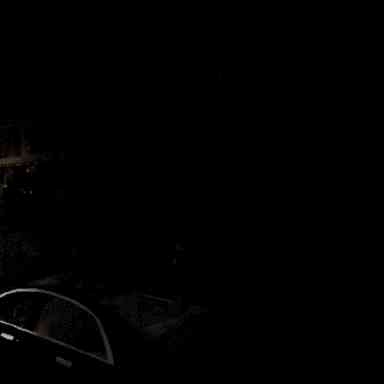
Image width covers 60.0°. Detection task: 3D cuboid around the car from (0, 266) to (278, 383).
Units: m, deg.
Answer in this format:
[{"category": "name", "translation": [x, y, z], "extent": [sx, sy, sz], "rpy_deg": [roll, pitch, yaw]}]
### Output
[{"category": "car", "translation": [-1.266, 1.552, 3.785], "extent": [4.403, 1.369, 2.008], "rpy_deg": [0, 0, 35]}]
